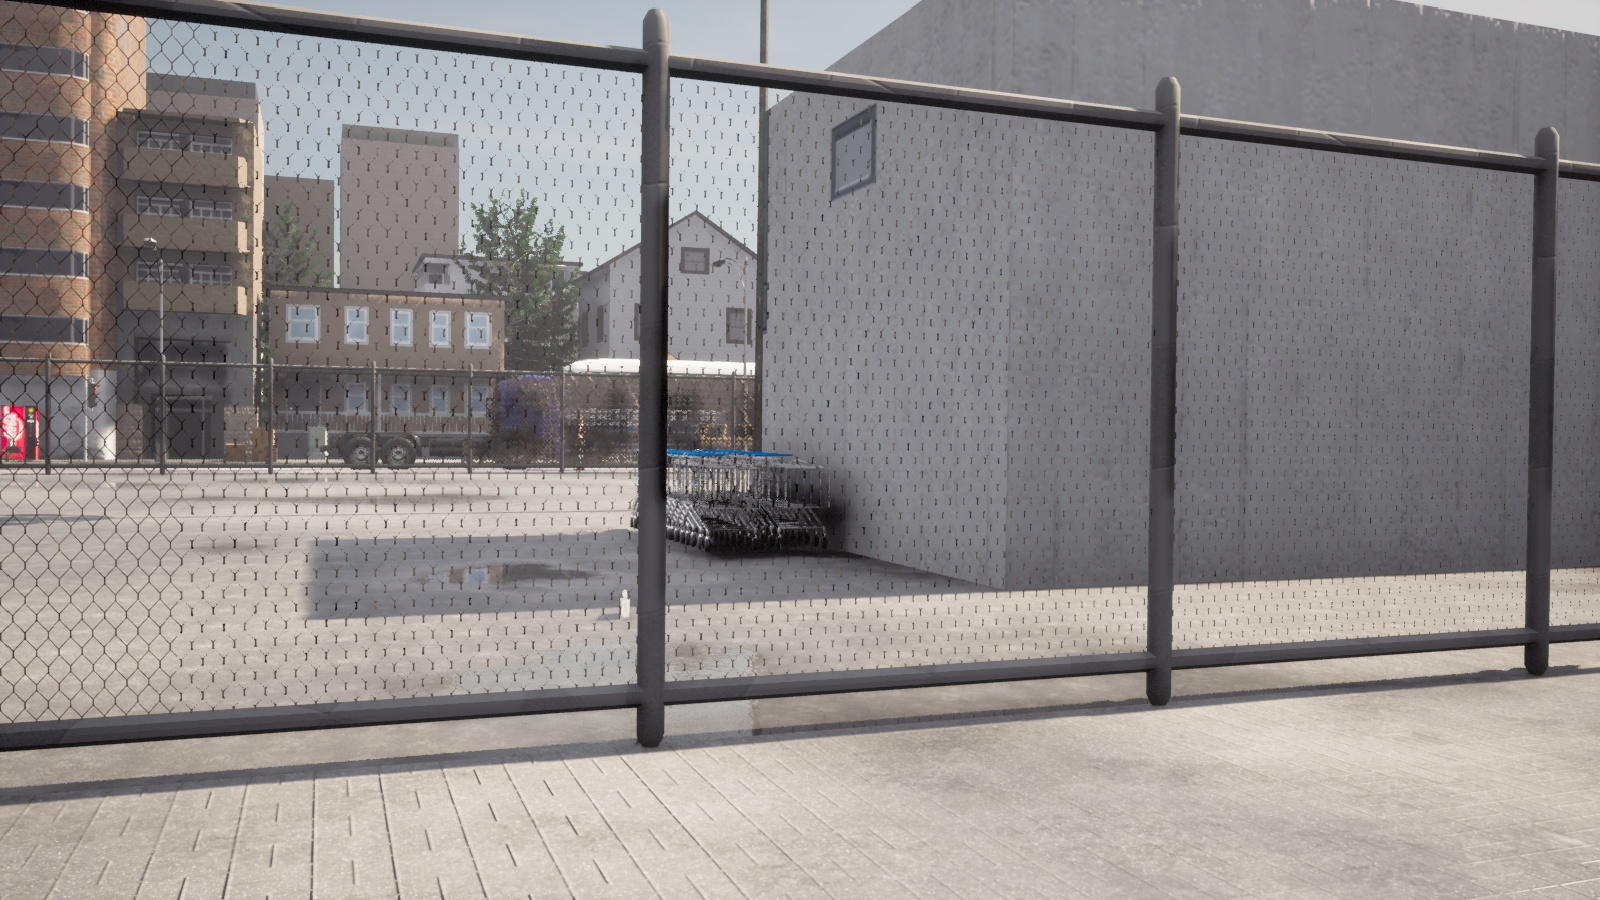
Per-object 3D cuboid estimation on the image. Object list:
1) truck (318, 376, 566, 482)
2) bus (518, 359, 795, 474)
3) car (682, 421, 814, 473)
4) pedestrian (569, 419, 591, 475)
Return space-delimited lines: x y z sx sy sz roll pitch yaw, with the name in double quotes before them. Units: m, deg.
"truck" -12.300 -0.756 43.328 7.936 3.462 2.891 -1 1 -19
"bus" -5.731 -1.331 50.068 10.273 4.253 3.944 -1 1 -20
"car" -1.958 -0.133 47.269 4.605 1.855 1.932 -1 1 -19
"pedestrian" -7.265 -0.089 41.482 0.594 1.836 0.345 0 1 19
